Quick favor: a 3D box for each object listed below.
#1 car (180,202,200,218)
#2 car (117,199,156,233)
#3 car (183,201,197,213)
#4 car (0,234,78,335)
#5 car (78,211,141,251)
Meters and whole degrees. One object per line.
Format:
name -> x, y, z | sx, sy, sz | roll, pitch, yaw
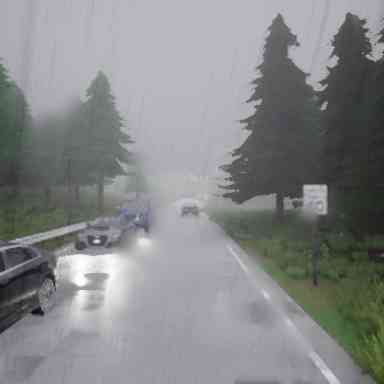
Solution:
car -> -0.216, 1.989, 36.470 | 1.837, 1.490, 4.892 | 0, -1, -1
car -> -3.691, 1.523, 22.399 | 2.150, 2.045, 5.566 | 0, -1, -1
car -> -0.311, 2.100, 46.843 | 1.882, 1.535, 5.008 | 0, -1, 0
car -> -3.659, 1.562, 4.988 | 2.128, 1.511, 4.902 | 0, -1, -1
car -> -3.718, 1.766, 14.987 | 1.994, 1.385, 4.181 | 0, -1, 0
